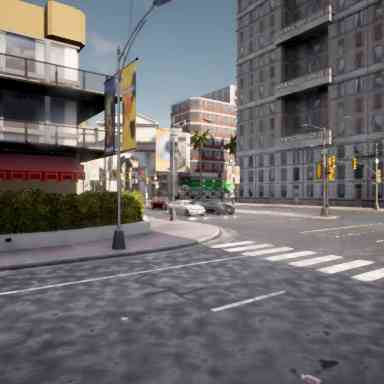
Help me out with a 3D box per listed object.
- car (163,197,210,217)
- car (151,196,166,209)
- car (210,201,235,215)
[{"bbox_3d":[-0.623,1.526,32.117,1.812,1.442,4.674,0,0,-35],"label":"car"},{"bbox_3d":[-3.417,1.352,42.211,2.097,1.767,4.553,0,0,-35],"label":"car"},{"bbox_3d":[2.449,1.564,33.837,1.994,1.385,4.181,0,0,-35],"label":"car"}]
